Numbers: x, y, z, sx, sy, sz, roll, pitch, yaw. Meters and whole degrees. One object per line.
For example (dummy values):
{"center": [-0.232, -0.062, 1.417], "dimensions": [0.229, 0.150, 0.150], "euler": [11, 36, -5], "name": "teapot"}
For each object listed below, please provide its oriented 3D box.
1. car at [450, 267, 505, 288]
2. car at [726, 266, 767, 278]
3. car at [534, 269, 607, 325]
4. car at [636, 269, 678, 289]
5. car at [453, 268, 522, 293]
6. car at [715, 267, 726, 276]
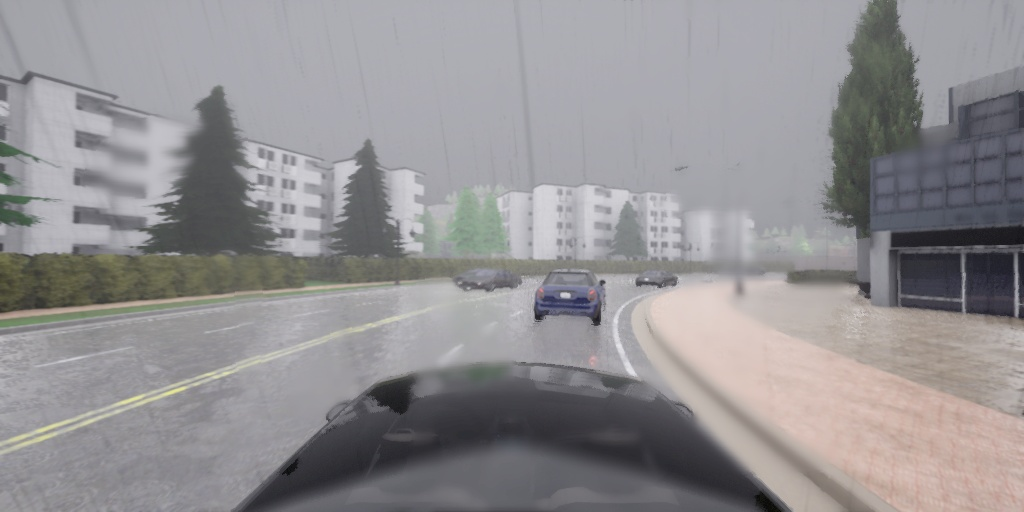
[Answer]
{"center": [-2.538, 1.572, 27.314], "dimensions": [1.994, 1.385, 4.181], "euler": [0, -1, 34], "name": "car"}
{"center": [31.111, 2.019, 46.993], "dimensions": [4.902, 1.511, 2.128], "euler": [1, -1, -20], "name": "car"}
{"center": [2.243, 1.245, 12.906], "dimensions": [2.097, 1.767, 4.553], "euler": [0, -1, 17], "name": "car"}
{"center": [11.216, 1.700, 27.666], "dimensions": [1.994, 1.385, 4.181], "euler": [0, -1, 43], "name": "car"}
{"center": [-1.237, 1.520, 23.042], "dimensions": [2.033, 1.411, 5.357], "euler": [0, -1, 29], "name": "car"}
{"center": [30.761, 2.129, 50.591], "dimensions": [4.181, 1.385, 1.994], "euler": [1, -1, -20], "name": "car"}
